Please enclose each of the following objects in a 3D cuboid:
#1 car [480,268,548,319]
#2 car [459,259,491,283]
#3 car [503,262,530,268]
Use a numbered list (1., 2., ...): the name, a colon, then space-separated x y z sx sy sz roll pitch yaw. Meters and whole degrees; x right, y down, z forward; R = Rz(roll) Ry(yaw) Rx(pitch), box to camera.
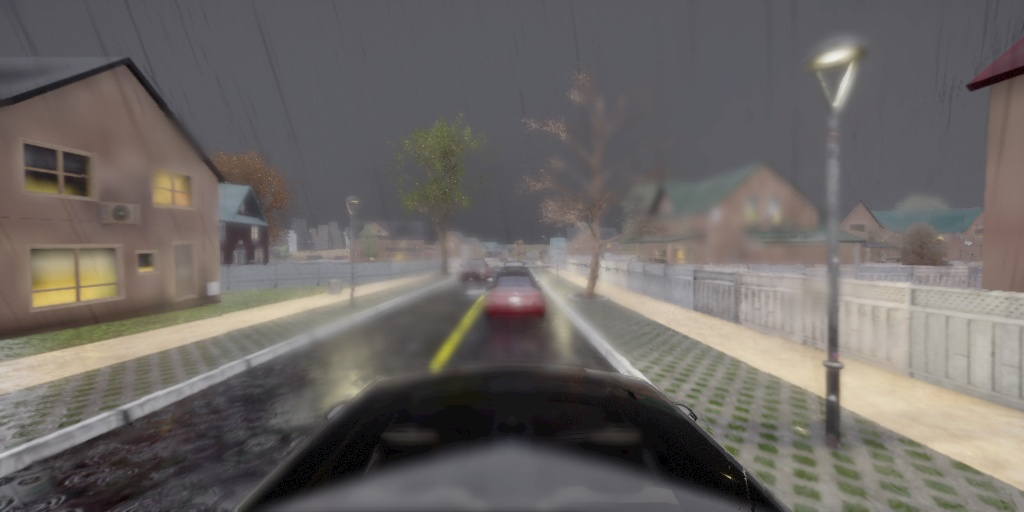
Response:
1. car: 0.142 1.281 12.599 1.994 1.385 4.181 0 0 0
2. car: -2.624 1.049 26.672 2.097 1.767 4.553 0 0 1
3. car: 0.326 1.177 27.682 1.882 1.535 5.008 0 0 1
